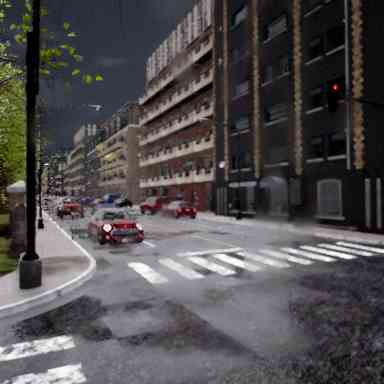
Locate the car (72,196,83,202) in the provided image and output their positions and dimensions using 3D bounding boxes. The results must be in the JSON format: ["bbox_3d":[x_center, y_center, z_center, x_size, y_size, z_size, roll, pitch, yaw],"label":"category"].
[{"bbox_3d":[-28.845,1.736,83.650,1.947,1.339,4.313,1,-1,-27],"label":"car"}]

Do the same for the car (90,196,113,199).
[{"bbox_3d":[-12.835,1.648,46.404,1.812,1.442,4.674,0,0,-27],"label":"car"}]

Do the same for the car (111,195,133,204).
[{"bbox_3d":[-9.834,1.626,47.336,1.837,1.490,4.892,0,0,-27],"label":"car"}]

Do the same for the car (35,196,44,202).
[{"bbox_3d":[-38.819,1.741,84.765,1.947,1.339,4.313,1,-1,-27],"label":"car"}]

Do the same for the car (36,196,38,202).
[{"bbox_3d":[-31.289,1.470,70.006,2.192,1.841,5.009,1,-1,-27],"label":"car"}]

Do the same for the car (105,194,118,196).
[{"bbox_3d":[-13.063,1.351,53.583,2.150,2.045,5.566,0,0,-27],"label":"car"}]

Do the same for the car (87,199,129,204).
[{"bbox_3d":[-7.380,1.647,28.773,2.033,1.411,5.357,0,0,-27],"label":"car"}]

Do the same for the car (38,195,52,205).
[{"bbox_3d":[-26.276,1.693,60.161,2.008,1.369,4.403,1,-1,-27],"label":"car"}]

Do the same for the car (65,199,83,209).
[{"bbox_3d":[-17.299,1.726,48.437,1.895,1.301,4.718,0,0,-27],"label":"car"}]

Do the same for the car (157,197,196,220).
[{"bbox_3d":[-1.247,1.539,29.522,1.967,1.590,4.097,1,-1,-27],"label":"car"}]

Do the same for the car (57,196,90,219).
[{"bbox_3d":[-11.219,1.418,30.638,2.192,1.841,5.009,1,-1,-27],"label":"car"}]

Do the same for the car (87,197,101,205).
[{"bbox_3d":[-18.886,1.670,64.119,1.752,1.417,4.829,1,-1,-27],"label":"car"}]

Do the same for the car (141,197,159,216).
[{"bbox_3d":[-3.754,1.420,34.444,2.192,1.841,5.009,1,-1,-27],"label":"car"}]

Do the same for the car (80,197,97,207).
[{"bbox_3d":[-17.107,1.610,54.675,1.882,1.535,5.008,0,0,-27],"label":"car"}]

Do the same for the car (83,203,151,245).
[{"bbox_3d":[-3.695,1.523,15.875,1.967,1.590,4.097,1,-1,-27],"label":"car"}]
